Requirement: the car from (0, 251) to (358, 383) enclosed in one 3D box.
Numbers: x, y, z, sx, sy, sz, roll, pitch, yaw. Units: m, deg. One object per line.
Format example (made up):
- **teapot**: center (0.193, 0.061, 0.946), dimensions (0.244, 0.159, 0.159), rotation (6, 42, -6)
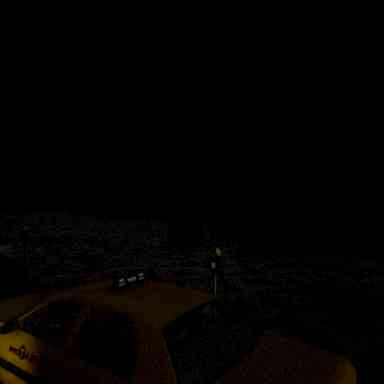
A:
- **car**: center (-0.854, 1.525, 3.577), dimensions (4.829, 1.417, 1.752), rotation (0, 0, 36)
